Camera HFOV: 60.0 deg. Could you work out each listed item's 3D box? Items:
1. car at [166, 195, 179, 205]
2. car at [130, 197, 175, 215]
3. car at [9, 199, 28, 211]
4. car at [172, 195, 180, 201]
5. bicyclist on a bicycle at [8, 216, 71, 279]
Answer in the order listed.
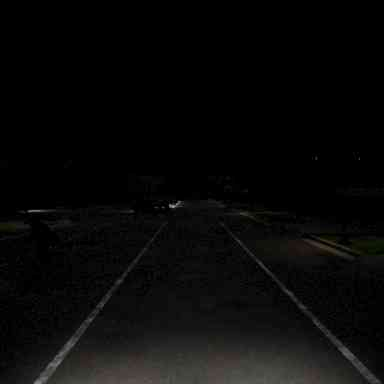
[{"bbox_3d":[-3.847,1.352,58.193,2.097,1.767,4.553,0,0,0],"label":"car"},{"bbox_3d":[-4.412,1.519,34.661,2.033,1.411,5.357,0,1,-39],"label":"car"},{"bbox_3d":[-20.749,1.407,37.239,4.181,1.385,1.994,1,0,0],"label":"car"},{"bbox_3d":[-3.876,1.524,82.677,1.812,1.442,4.674,0,0,0],"label":"car"},{"bbox_3d":[-3.961,1.453,8.622,1.656,1.620,0.582,0,0,0],"label":"bicyclist on a bicycle"}]
